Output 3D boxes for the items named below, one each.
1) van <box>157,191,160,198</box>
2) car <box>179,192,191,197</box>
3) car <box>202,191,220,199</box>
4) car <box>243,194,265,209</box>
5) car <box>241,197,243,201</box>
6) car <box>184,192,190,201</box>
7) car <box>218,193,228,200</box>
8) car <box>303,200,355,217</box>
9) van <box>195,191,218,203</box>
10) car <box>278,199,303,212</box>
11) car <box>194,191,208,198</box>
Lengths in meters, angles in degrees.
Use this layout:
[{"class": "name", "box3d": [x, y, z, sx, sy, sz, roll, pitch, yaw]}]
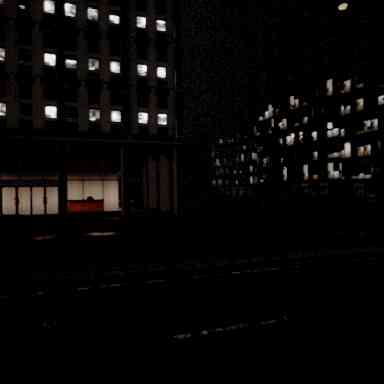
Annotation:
[{"class": "van", "box3d": [-7.727, 0.679, 82.617, 1.690, 1.788, 3.998, 0, 1, -21]}, {"class": "car", "box3d": [-1.906, 0.697, 90.903, 2.008, 1.369, 4.403, 0, 1, -21]}, {"class": "car", "box3d": [4.139, 0.620, 74.958, 2.192, 1.841, 5.009, 0, 1, -21]}, {"class": "car", "box3d": [8.347, 1.320, 40.088, 1.947, 1.339, 4.313, 0, 1, -21]}, {"class": "car", "box3d": [10.187, 1.044, 59.018, 1.802, 1.307, 4.206, 0, 1, -21]}, {"class": "car", "box3d": [-1.680, 1.047, 66.676, 2.008, 1.369, 4.403, 0, 1, -21]}, {"class": "car", "box3d": [6.156, 0.939, 69.647, 1.802, 1.307, 4.206, 0, 1, -21]}, {"class": "car", "box3d": [12.307, 1.422, 29.431, 1.947, 1.339, 4.313, 0, 1, -21]}, {"class": "van", "box3d": [2.351, 0.942, 56.045, 1.690, 1.788, 3.998, 0, 1, -21]}, {"class": "car", "box3d": [10.308, 1.387, 34.753, 1.802, 1.307, 4.206, 0, 1, -21]}, {"class": "car", "box3d": [2.124, 0.692, 80.273, 1.967, 1.590, 4.097, 0, 1, -21]}]
